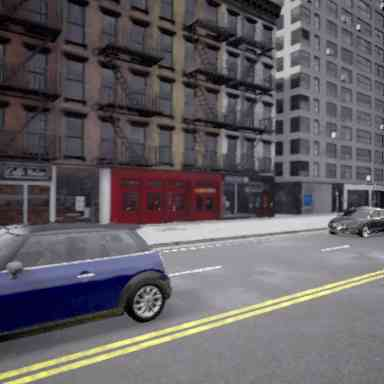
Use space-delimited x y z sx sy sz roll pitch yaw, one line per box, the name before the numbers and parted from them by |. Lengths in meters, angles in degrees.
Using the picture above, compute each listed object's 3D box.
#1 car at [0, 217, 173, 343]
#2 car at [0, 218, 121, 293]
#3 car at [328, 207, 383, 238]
car | -2.661 1.360 5.671 4.553 1.767 2.097 1 0 -35
car | -4.359 1.535 8.454 4.674 1.442 1.812 0 0 -35
car | 9.493 1.622 18.434 4.892 1.490 1.837 0 0 -35
